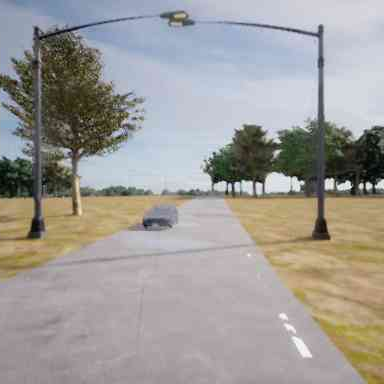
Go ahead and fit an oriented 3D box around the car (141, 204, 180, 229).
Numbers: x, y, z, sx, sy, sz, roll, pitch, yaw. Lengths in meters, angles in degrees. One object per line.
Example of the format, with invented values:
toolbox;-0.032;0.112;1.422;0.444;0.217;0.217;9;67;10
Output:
car;-1.884;1.503;21.704;2.033;1.411;5.357;1;0;4
